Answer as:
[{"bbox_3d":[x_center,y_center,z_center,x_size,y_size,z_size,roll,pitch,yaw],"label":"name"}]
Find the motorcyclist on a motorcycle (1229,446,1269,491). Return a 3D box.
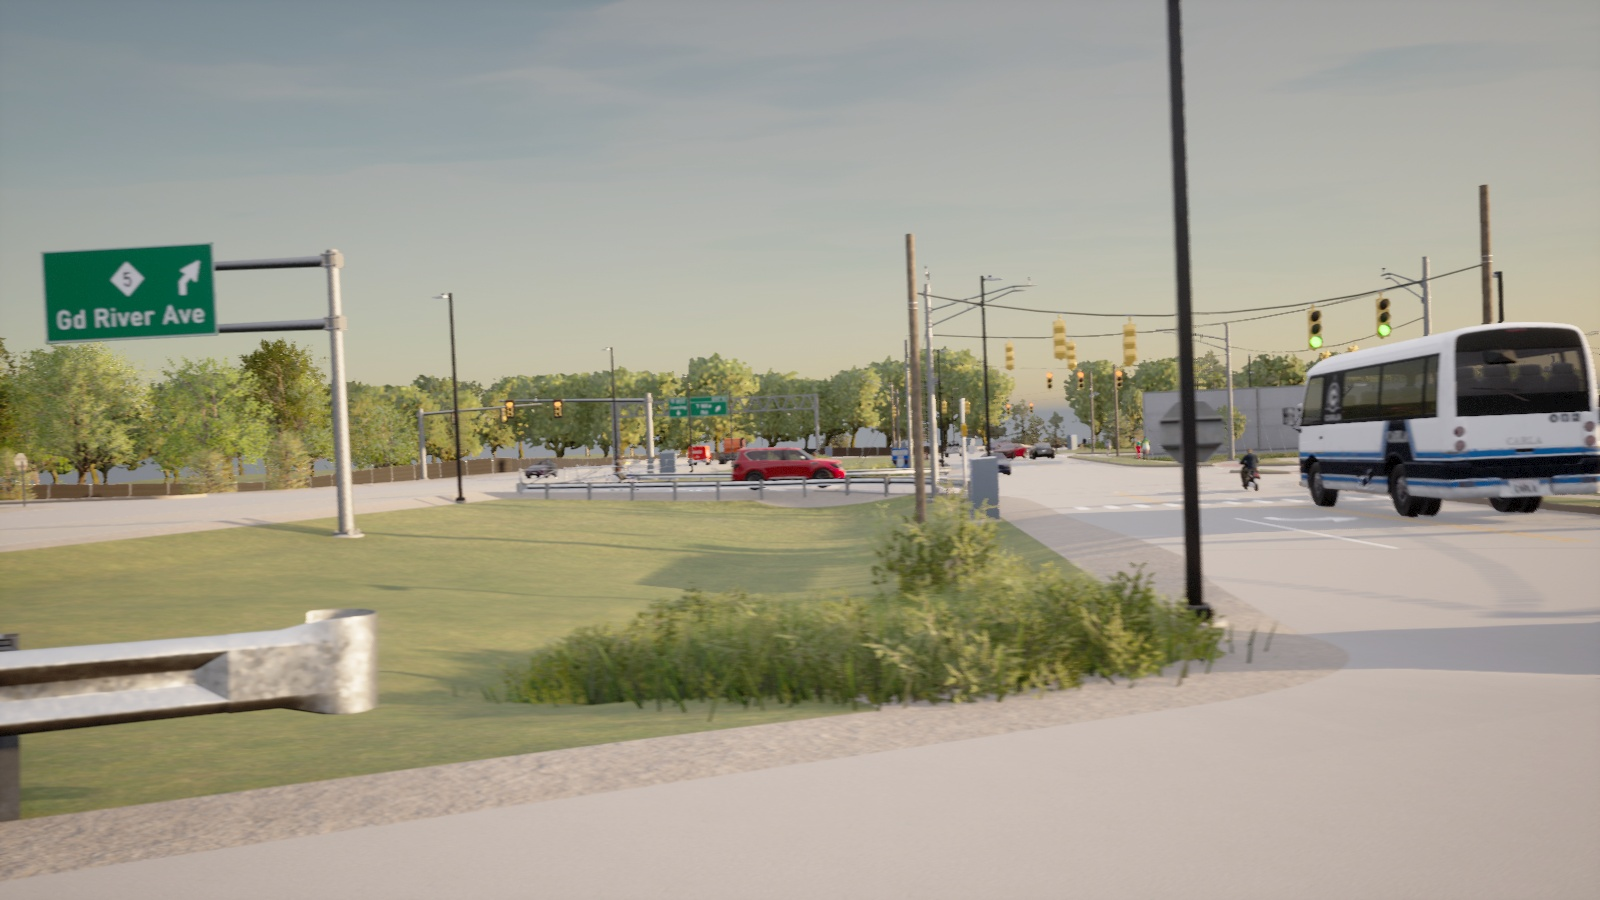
[{"bbox_3d":[16.669,0.661,46.638,0.866,1.590,1.817,-3,0,4],"label":"motorcyclist on a motorcycle"}]

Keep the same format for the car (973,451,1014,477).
[{"bbox_3d":[11.961,0.844,77.934,2.033,1.411,5.357,-3,0,5],"label":"car"}]

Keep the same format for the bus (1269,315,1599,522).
[{"bbox_3d":[15.643,-0.658,31.972,3.944,4.253,10.273,-3,0,4],"label":"bus"}]

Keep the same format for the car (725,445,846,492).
[{"bbox_3d":[-0.667,0.869,61.107,5.566,2.045,2.150,-2,0,6],"label":"car"}]
